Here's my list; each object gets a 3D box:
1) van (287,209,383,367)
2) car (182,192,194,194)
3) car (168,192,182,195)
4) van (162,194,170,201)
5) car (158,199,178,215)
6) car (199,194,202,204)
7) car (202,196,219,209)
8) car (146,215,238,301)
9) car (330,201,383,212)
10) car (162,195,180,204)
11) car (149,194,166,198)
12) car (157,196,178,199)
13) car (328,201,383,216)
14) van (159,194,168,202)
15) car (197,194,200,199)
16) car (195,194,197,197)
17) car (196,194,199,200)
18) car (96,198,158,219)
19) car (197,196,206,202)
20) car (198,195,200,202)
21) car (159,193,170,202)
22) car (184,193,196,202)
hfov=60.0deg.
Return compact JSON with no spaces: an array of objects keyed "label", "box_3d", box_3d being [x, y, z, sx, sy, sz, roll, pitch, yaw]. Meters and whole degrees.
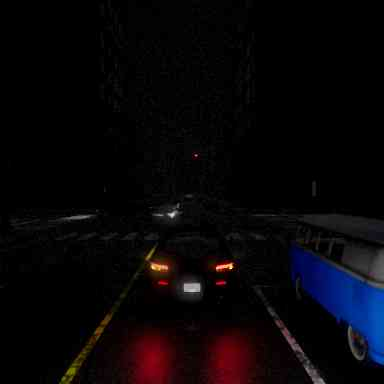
[{"label":"van","box_3d":[2.855,1.341,5.497,1.690,1.788,3.998,0,0,0]},{"label":"car","box_3d":[-0.737,1.077,84.243,2.150,2.045,5.566,0,0,-1]},{"label":"car","box_3d":[-3.516,1.331,64.685,2.097,1.767,4.553,0,0,0]},{"label":"van","box_3d":[-6.391,1.300,83.248,1.690,1.788,3.998,0,0,-1]},{"label":"car","box_3d":[-3.994,1.587,31.916,4.718,1.301,1.895,0,0,-1]},{"label":"car","box_3d":[2.580,1.428,50.212,1.967,1.590,4.097,0,0,-1]},{"label":"car","box_3d":[2.653,1.516,44.857,1.752,1.417,4.829,0,0,-1]},{"label":"car","box_3d":[0.001,1.525,8.175,1.812,1.442,4.674,0,0,0]},{"label":"car","box_3d":[14.605,1.518,28.880,4.674,1.442,1.812,0,0,-3]},{"label":"car","box_3d":[-3.425,1.550,54.662,1.994,1.385,4.181,0,0,-1]},{"label":"car","box_3d":[-6.020,1.300,55.622,2.192,1.841,5.009,0,0,-1]},{"label":"car","box_3d":[-3.299,1.592,44.706,1.895,1.301,4.718,0,0,-1]},{"label":"car","box_3d":[15.881,1.583,32.147,4.718,1.301,1.895,0,0,-1]},{"label":"van","box_3d":[-6.244,1.313,72.198,1.690,1.788,3.998,0,0,-1]},{"label":"car","box_3d":[2.431,1.547,61.263,1.947,1.339,4.313,0,0,-1]},{"label":"car","box_3d":[2.281,1.522,72.314,2.008,1.369,4.403,0,0,-1]},{"label":"car","box_3d":[2.356,1.521,66.789,1.887,1.381,4.507,0,0,-1]},{"label":"car","box_3d":[-5.724,1.496,28.649,4.892,1.490,1.837,0,0,-1]},{"label":"car","box_3d":[2.206,1.547,77.839,1.802,1.307,4.206,0,0,-1]},{"label":"car","box_3d":[2.506,1.536,55.737,2.008,1.369,4.403,0,0,-1]},{"label":"car","box_3d":[-6.319,1.281,77.724,2.192,1.841,5.009,0,0,-1]},{"label":"car","box_3d":[-0.603,1.562,74.243,1.895,1.301,4.718,0,0,-1]}]
